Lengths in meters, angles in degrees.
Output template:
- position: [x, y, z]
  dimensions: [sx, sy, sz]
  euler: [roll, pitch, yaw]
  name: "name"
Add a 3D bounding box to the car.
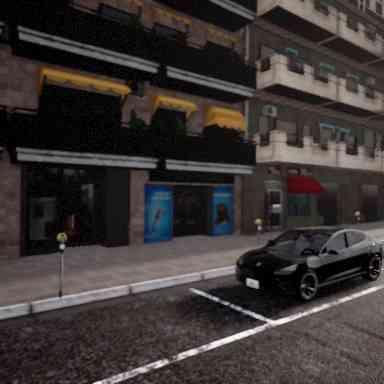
- position: [3.056, 1.544, 8.264]
  dimensions: [4.313, 1.339, 1.947]
  euler: [0, 1, -35]
  name: "car"
